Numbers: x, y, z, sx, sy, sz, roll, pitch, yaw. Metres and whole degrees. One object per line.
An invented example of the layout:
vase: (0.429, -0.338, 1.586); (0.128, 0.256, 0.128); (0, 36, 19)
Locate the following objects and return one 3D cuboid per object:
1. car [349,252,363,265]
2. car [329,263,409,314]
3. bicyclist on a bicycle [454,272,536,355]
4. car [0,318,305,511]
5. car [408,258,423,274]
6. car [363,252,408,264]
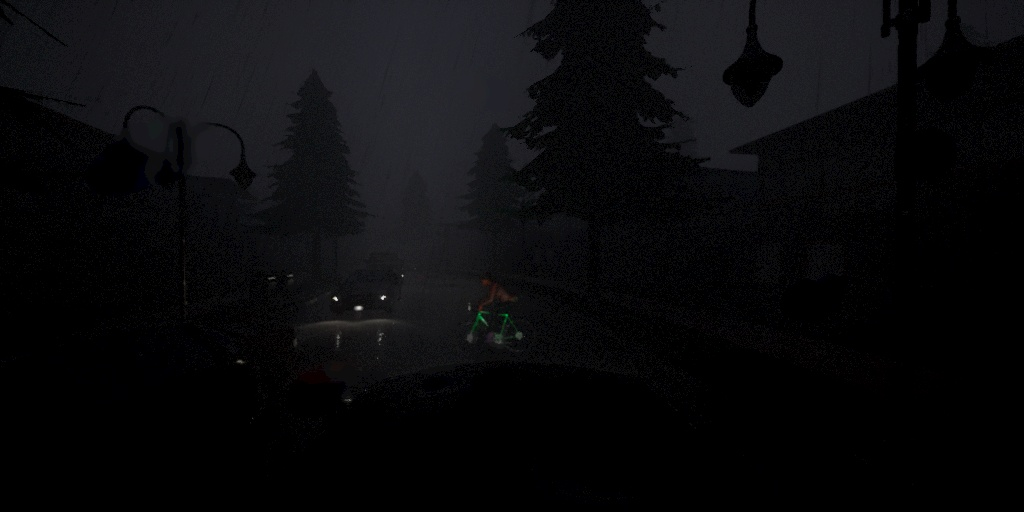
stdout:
car: (-18.825, 0.515, 45.642); (2.150, 2.045, 5.566); (-1, 0, -44)
car: (-5.245, 1.176, 13.535); (2.033, 1.411, 5.357); (0, 1, -12)
bicyclist on a bicycle: (-0.340, 1.143, 7.095); (1.656, 1.620, 0.582); (-2, 1, -6)
car: (-3.775, 1.285, 2.695); (2.033, 1.411, 5.357); (0, 1, -2)
car: (-9.999, 0.907, 34.474); (2.128, 1.511, 4.902); (0, 1, -31)
car: (-8.493, 0.745, 23.770); (2.150, 2.045, 5.566); (0, 1, -23)
